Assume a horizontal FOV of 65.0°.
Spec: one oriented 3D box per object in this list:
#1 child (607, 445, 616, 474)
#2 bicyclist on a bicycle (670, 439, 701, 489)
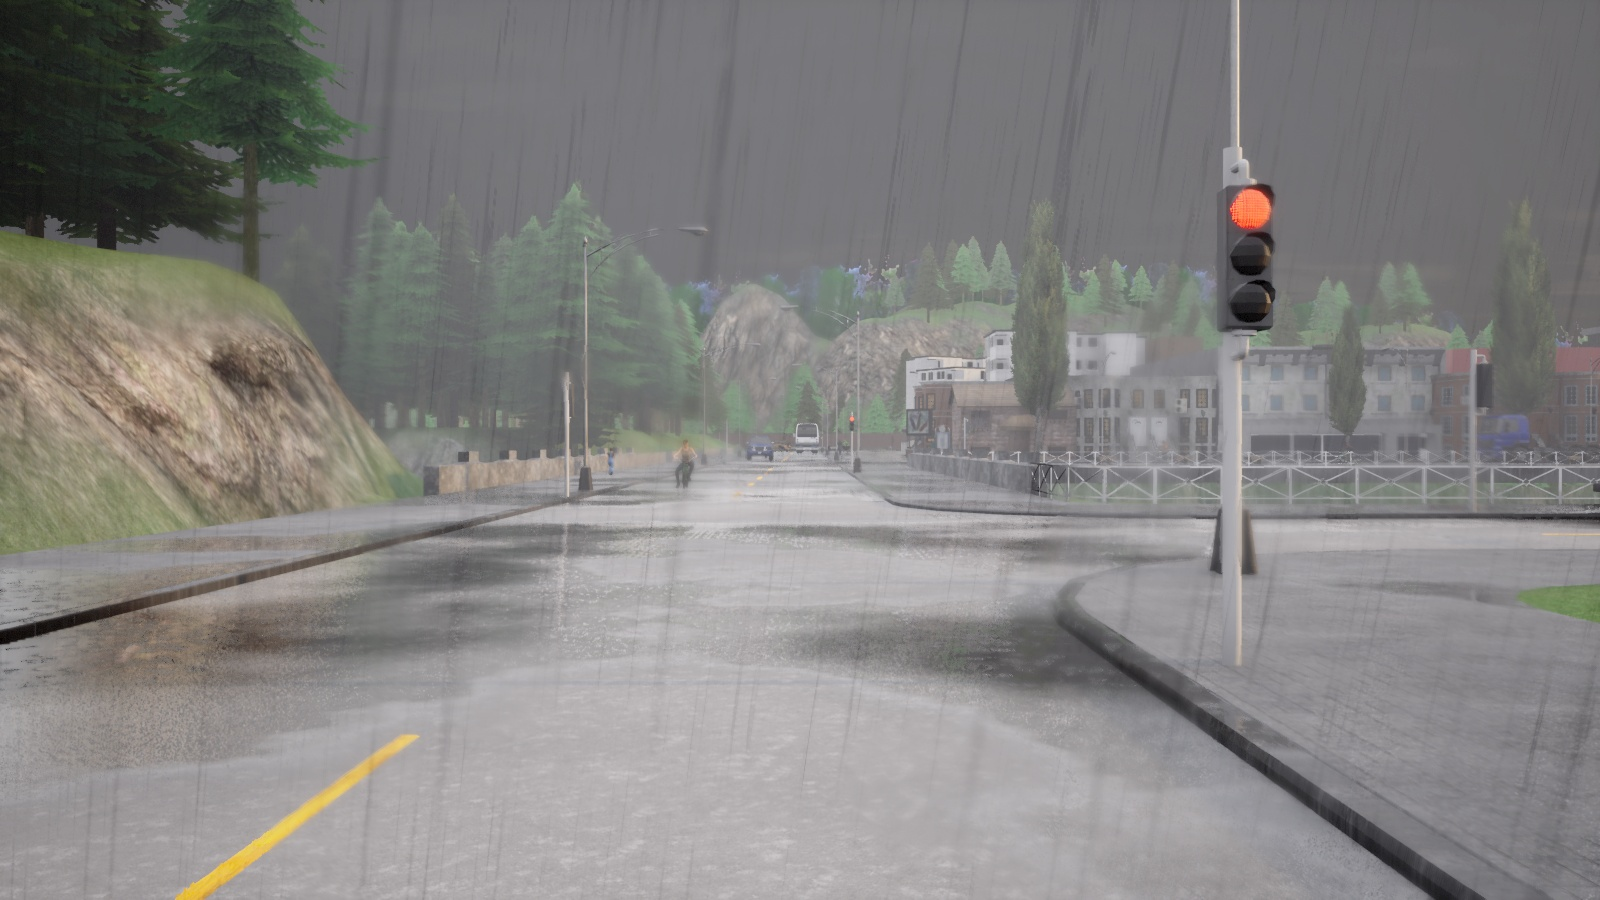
[{"bbox_3d":[-8.187,0.422,54.534,0.270,1.263,0.437,0,0,3],"label":"child"},{"bbox_3d":[-3.753,0.448,41.180,0.866,1.612,1.509,0,0,0],"label":"bicyclist on a bicycle"}]
